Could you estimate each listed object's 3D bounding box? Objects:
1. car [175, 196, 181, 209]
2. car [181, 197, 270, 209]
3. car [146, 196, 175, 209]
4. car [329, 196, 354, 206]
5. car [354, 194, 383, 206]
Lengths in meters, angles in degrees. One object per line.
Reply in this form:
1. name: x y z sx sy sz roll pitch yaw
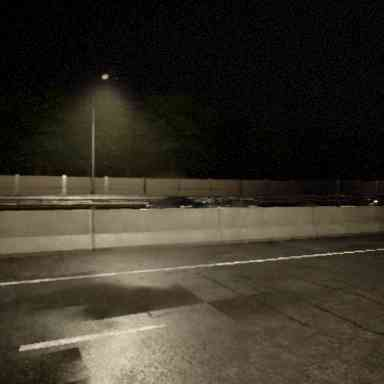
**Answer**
1. car: 1.459 1.142 27.326 4.902 1.511 2.128 0 1 -24
2. car: 2.019 1.107 19.933 4.553 1.767 2.097 0 1 -24
3. car: -1.760 1.103 29.740 4.674 1.442 1.812 1 1 -24
4. car: 18.444 1.176 38.560 5.357 1.411 2.033 0 1 -24
5. car: 20.118 1.052 35.468 4.553 1.767 2.097 0 1 -24
